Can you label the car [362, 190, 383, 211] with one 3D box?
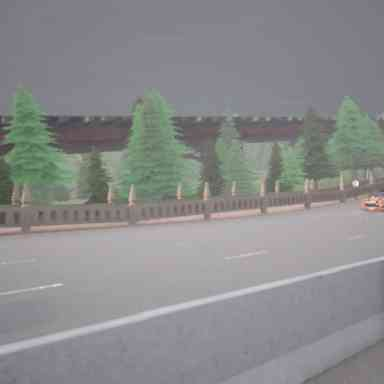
[{"bbox_3d":[16.584,0.624,28.628,4.553,1.767,2.097,-5,3,-35],"label":"car"}]
